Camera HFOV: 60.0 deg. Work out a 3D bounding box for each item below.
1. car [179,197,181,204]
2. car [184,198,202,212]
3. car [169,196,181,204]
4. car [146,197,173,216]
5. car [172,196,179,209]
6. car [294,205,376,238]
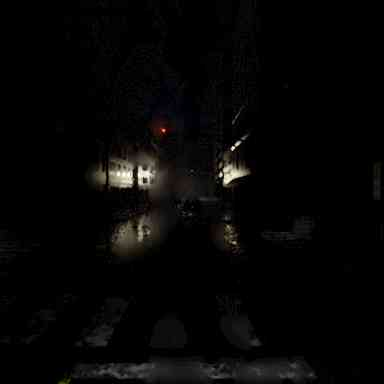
[{"bbox_3d":[-3.028,1.441,50.150,1.994,1.385,4.181,0,0,0],"label":"car"},{"bbox_3d":[0.086,1.376,37.311,1.882,1.535,5.008,0,0,0],"label":"car"},{"bbox_3d":[-2.968,1.464,60.111,1.895,1.301,4.718,0,0,0],"label":"car"},{"bbox_3d":[-3.078,1.476,30.868,1.994,1.385,4.181,0,0,0],"label":"car"},{"bbox_3d":[-3.068,1.441,40.195,2.033,1.411,5.357,0,0,1],"label":"car"},{"bbox_3d":[7.845,1.377,16.222,5.357,1.411,2.033,-1,1,0],"label":"car"}]
